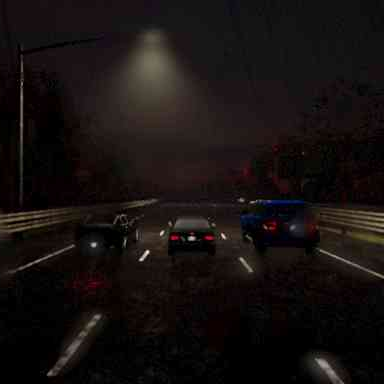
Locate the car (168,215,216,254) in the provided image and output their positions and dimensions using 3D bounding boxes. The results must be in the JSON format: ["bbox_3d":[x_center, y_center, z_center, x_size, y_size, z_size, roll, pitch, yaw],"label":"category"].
[{"bbox_3d":[-0.013,1.681,14.025,2.033,1.411,5.357,0,-1,0],"label":"car"}]

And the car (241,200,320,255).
[{"bbox_3d":[3.486,1.350,14.068,2.150,2.045,5.566,0,0,0],"label":"car"}]

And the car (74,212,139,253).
[{"bbox_3d":[-3.512,1.644,14.329,1.837,1.490,4.892,0,0,0],"label":"car"}]
